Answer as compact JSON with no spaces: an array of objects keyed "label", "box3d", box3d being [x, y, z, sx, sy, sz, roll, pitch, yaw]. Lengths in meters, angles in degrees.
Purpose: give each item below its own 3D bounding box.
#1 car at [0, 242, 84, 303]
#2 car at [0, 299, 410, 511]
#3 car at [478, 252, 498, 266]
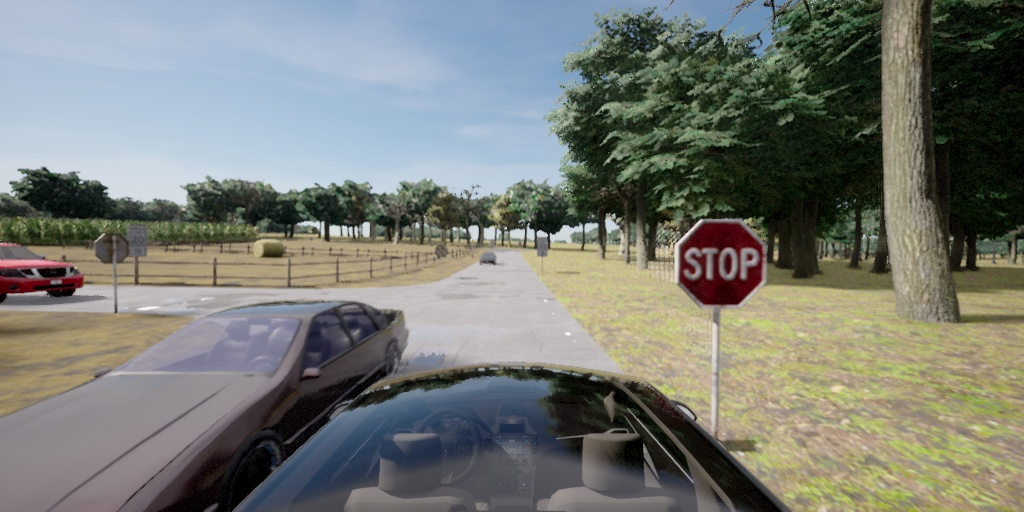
[{"label":"car","box3d":[-18.599,0.504,12.483,5.566,2.045,2.150,1,1,0]},{"label":"car","box3d":[-2.750,1.281,4.270,2.033,1.411,5.357,0,1,0]},{"label":"car","box3d":[-2.734,0.315,41.572,1.837,1.490,4.892,0,2,0]}]
